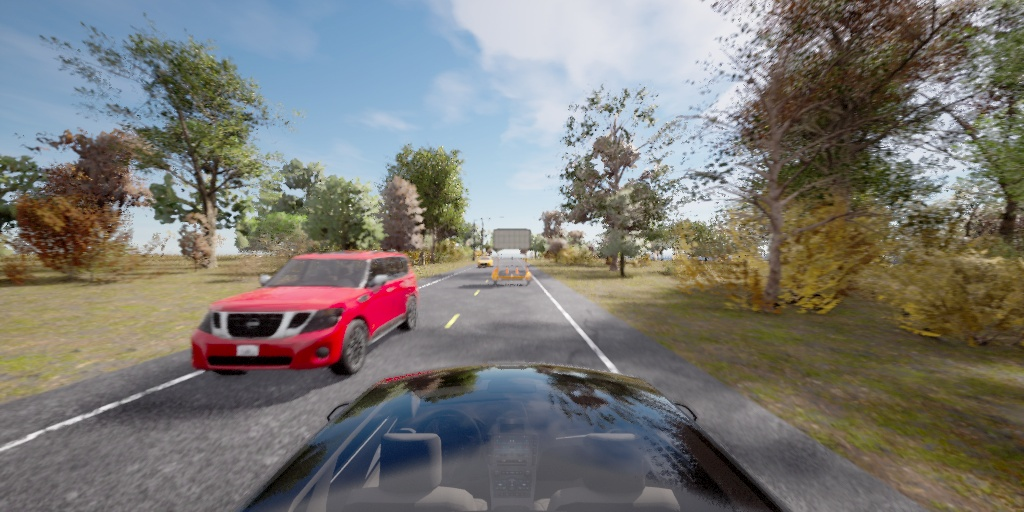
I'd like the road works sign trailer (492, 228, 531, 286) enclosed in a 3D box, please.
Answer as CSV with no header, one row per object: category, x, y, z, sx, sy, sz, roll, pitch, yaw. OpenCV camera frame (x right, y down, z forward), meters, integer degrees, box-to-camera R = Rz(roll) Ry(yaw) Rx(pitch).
road works sign trailer,0.002,0.006,22.724,2.380,3.560,2.880,0,0,0

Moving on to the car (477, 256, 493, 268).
car,-3.568,0.794,48.220,1.882,1.535,5.008,0,0,0

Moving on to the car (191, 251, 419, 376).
car,-3.601,0.912,7.646,2.150,2.045,5.566,0,1,0
